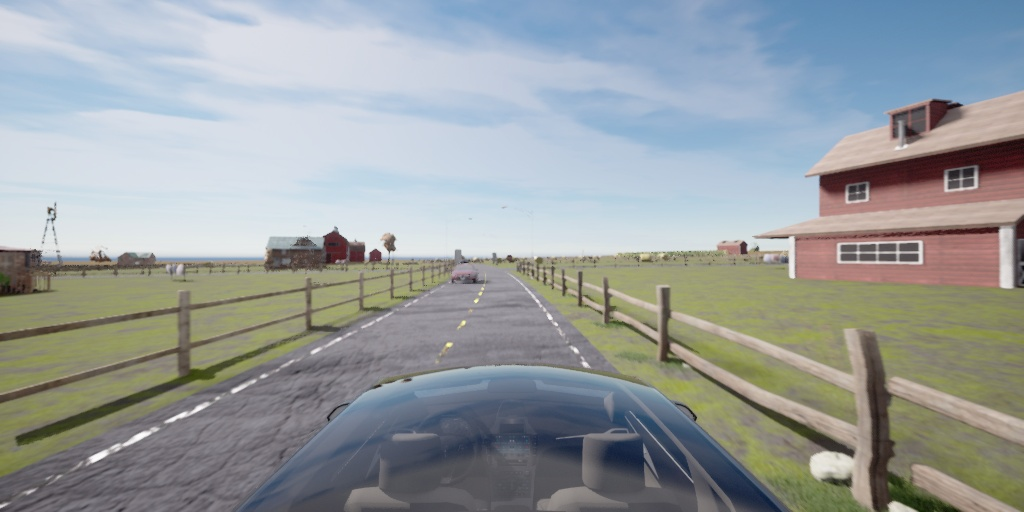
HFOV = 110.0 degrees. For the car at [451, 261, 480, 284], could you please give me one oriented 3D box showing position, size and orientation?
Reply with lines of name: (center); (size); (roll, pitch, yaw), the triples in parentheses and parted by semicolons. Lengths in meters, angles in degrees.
car: (-3.612, 1.352, 27.790); (1.812, 1.442, 4.674); (0, 0, -3)
